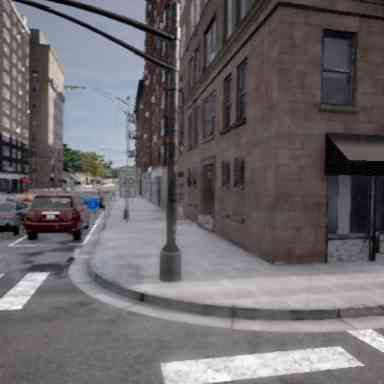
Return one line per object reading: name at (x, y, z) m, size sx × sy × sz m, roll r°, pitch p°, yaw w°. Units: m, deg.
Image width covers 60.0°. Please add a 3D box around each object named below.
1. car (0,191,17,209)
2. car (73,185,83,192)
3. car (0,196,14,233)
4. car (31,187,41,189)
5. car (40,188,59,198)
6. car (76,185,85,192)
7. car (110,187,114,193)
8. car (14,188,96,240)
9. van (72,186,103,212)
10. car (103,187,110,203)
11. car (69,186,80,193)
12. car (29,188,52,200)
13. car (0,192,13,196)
car at (-16.961, 0.650, 28.820) m, size 2.008 × 1.369 × 4.403 m, roll 1°, pitch 1°, yaw -12°
car at (-28.336, -0.802, 82.650) m, size 1.967 × 1.590 × 4.097 m, roll 1°, pitch 1°, yaw -12°
car at (-8.466, 1.098, 15.319) m, size 1.994 × 1.385 × 4.181 m, roll 1°, pitch 1°, yaw -12°
car at (-15.066, 0.410, 32.307) m, size 2.097 × 1.767 × 4.553 m, roll 1°, pitch 1°, yaw -12°
car at (-21.511, 0.107, 50.353) m, size 1.887 × 1.381 × 4.507 m, roll 1°, pitch 1°, yaw -12°
car at (-29.473, -0.936, 88.034) m, size 1.967 × 1.590 × 4.097 m, roll 1°, pitch 1°, yaw -12°
car at (-18.225, -0.351, 73.723) m, size 1.752 × 1.417 × 4.829 m, roll 1°, pitch 1°, yaw -12°
car at (-5.600, 0.919, 14.352) m, size 2.192 × 1.841 × 5.009 m, roll 1°, pitch 1°, yaw -12°
van at (-7.888, 0.677, 25.116) m, size 1.690 × 1.788 × 3.998 m, roll 1°, pitch 1°, yaw -12°
car at (-9.032, 0.517, 30.497) m, size 2.192 × 1.841 × 5.009 m, roll 1°, pitch 1°, yaw -12°
car at (-27.198, -0.668, 77.267) m, size 1.967 × 1.590 × 4.097 m, roll 1°, pitch 1°, yaw -12°
car at (-20.374, 0.241, 44.970) m, size 1.887 × 1.381 × 4.507 m, roll 1°, pitch 1°, yaw -12°
car at (-12.971, 0.831, 22.389) m, size 1.812 × 1.442 × 4.674 m, roll 1°, pitch 1°, yaw -12°
